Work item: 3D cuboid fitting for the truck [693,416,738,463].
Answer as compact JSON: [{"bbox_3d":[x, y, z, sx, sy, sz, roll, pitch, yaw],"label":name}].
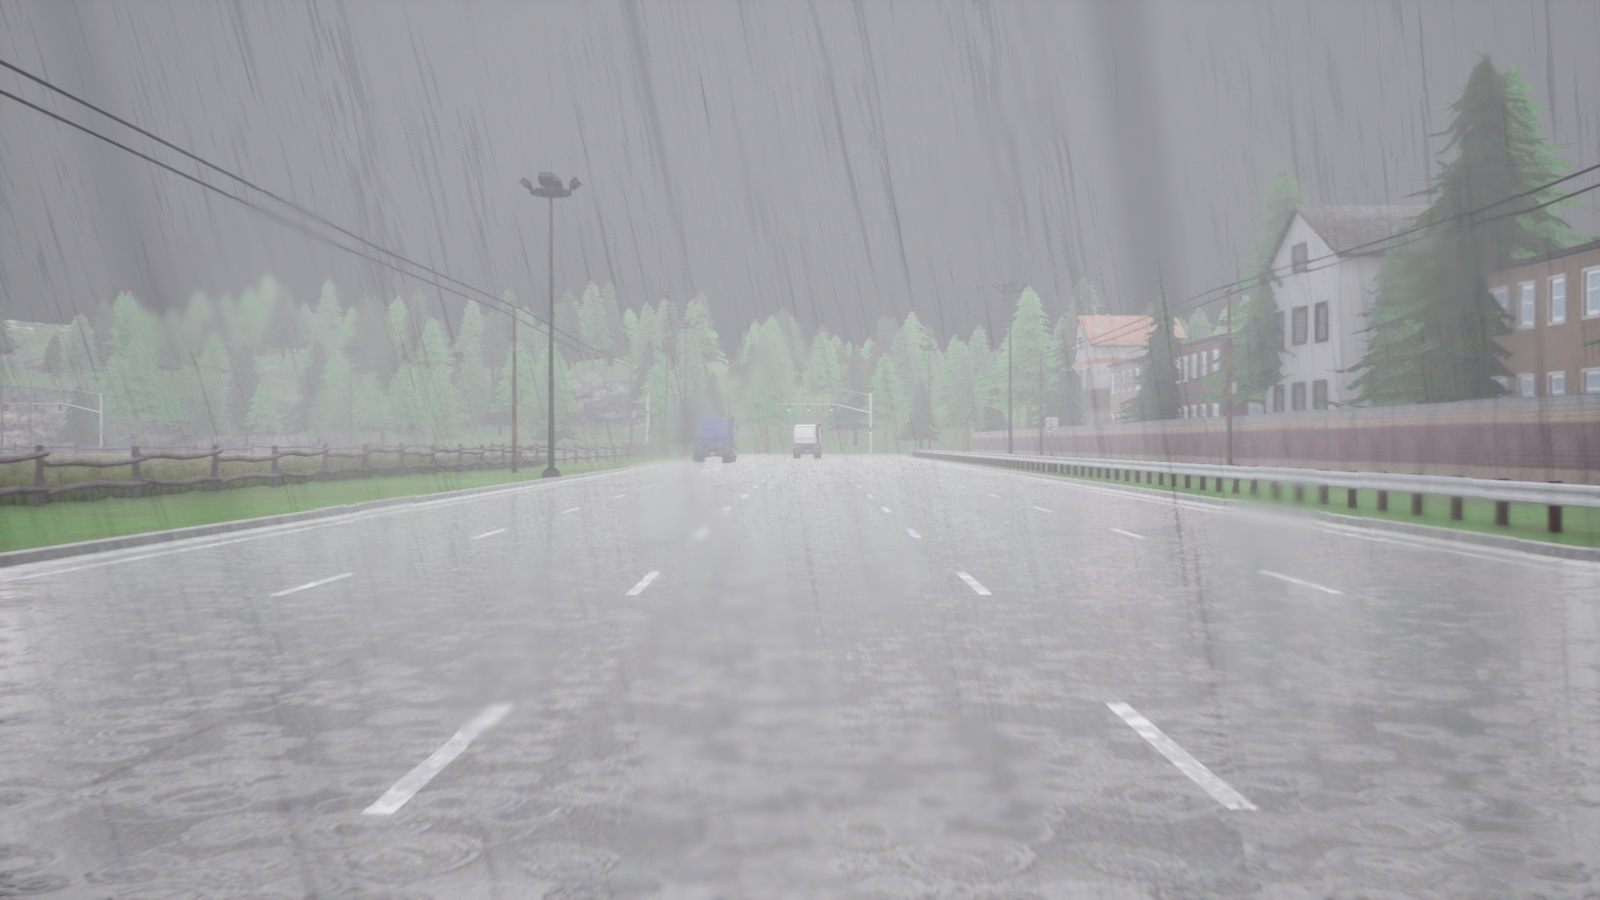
[{"bbox_3d":[-6.440,-0.781,96.443,2.891,3.462,7.936,0,0,0],"label":"truck"}]
